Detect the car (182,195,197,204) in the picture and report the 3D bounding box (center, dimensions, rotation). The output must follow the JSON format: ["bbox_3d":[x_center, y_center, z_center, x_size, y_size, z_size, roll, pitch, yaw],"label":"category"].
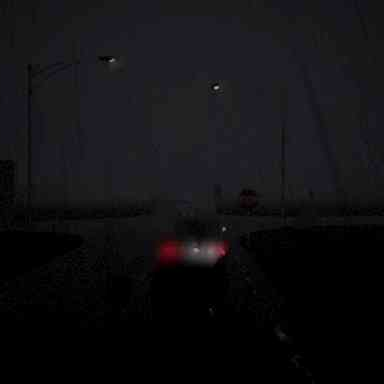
[{"bbox_3d":[-0.603,1.357,57.610,1.812,1.442,4.674,0,0,5],"label":"car"}]

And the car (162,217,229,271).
[{"bbox_3d":[0.147,1.519,10.735,2.033,1.411,5.357,0,0,2],"label":"car"}]

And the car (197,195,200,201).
[{"bbox_3d":[0.693,1.361,72.735,1.895,1.301,4.718,0,0,5],"label":"car"}]
